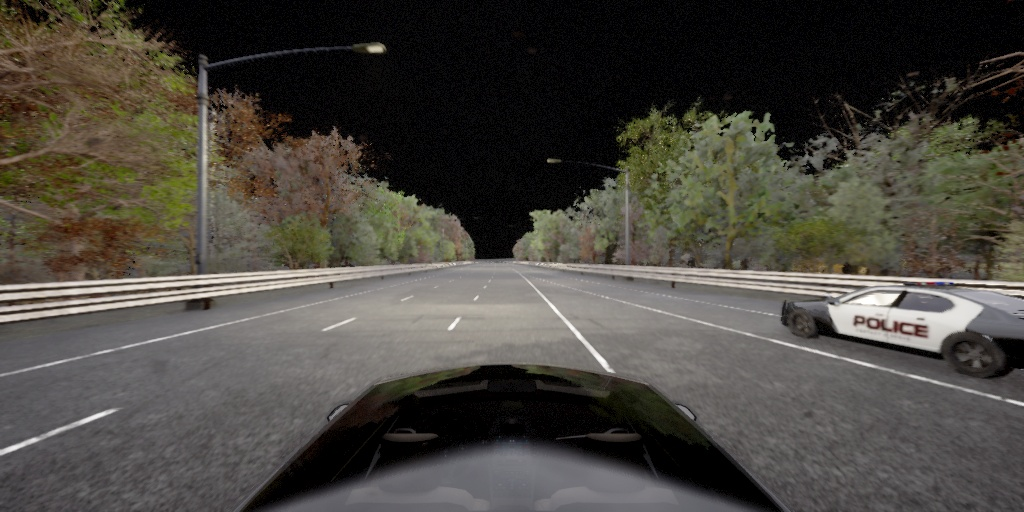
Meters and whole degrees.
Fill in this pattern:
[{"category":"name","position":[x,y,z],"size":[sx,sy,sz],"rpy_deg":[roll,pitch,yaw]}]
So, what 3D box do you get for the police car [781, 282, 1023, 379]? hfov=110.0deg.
[{"category":"police car","position":[8.427,1.324,7.681],"size":[2.038,1.542,4.974],"rpy_deg":[0,-1,-9]}]
